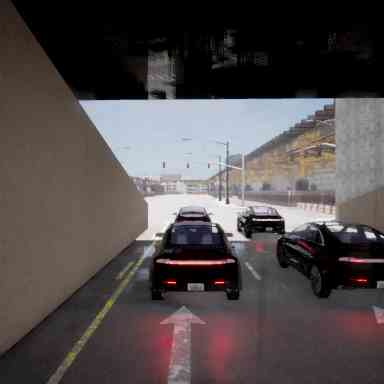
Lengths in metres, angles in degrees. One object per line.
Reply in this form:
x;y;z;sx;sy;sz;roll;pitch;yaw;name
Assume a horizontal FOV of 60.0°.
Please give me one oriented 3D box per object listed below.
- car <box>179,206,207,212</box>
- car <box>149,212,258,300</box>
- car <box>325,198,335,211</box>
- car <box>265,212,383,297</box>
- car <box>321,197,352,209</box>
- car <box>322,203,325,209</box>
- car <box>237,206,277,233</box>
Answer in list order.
0.043;1.505;17.515;1.837;1.490;4.892;0;0;0;car
0.064;1.492;8.395;2.128;1.511;4.902;0;0;0;car
17.320;1.453;35.476;2.038;1.542;4.974;0;0;-35;car
3.561;1.492;8.557;2.128;1.511;4.902;0;0;0;car
17.446;1.295;40.120;1.853;1.218;4.536;0;0;45;car
17.410;1.453;40.083;2.038;1.542;4.974;0;0;45;car
3.541;1.491;17.690;2.128;1.511;4.902;0;0;0;car
